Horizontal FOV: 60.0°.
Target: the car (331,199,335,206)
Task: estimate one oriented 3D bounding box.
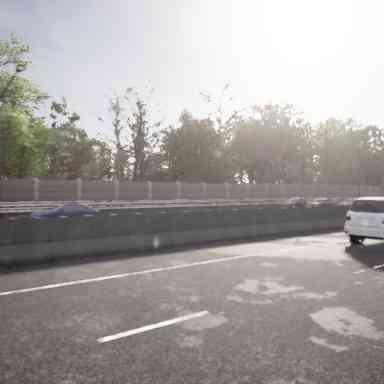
[{"bbox_3d":[18.926,1.510,38.967,5.008,1.535,1.882,0,0,-35],"label":"car"}]

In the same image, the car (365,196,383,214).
[{"bbox_3d":[21.029,1.385,36.169,4.553,1.767,2.097,0,0,-35],"label":"car"}]

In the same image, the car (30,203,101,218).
[{"bbox_3d":[-8.833,1.528,23.485,4.674,1.442,1.812,0,0,-35],"label":"car"}]

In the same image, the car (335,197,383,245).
[{"bbox_3d":[8.845,1.229,14.353,5.566,2.045,2.150,0,0,-35],"label":"car"}]

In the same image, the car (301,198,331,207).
[{"bbox_3d":[16.173,1.538,41.304,4.892,1.490,1.837,1,0,-35],"label":"car"}]

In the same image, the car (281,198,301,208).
[{"bbox_3d":[13.767,1.536,43.884,4.892,1.490,1.837,0,0,-35],"label":"car"}]
